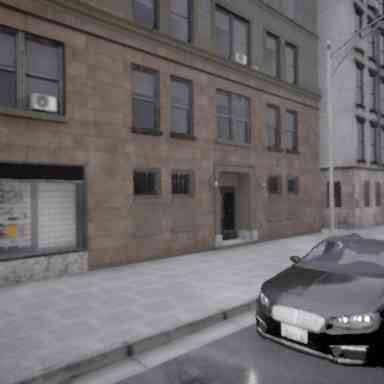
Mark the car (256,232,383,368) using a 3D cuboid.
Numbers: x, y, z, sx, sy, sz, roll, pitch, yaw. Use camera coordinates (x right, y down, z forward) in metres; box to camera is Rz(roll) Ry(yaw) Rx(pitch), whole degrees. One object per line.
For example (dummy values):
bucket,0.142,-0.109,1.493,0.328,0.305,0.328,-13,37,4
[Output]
car,3.072,1.540,5.946,4.902,1.511,2.128,0,-1,-44
